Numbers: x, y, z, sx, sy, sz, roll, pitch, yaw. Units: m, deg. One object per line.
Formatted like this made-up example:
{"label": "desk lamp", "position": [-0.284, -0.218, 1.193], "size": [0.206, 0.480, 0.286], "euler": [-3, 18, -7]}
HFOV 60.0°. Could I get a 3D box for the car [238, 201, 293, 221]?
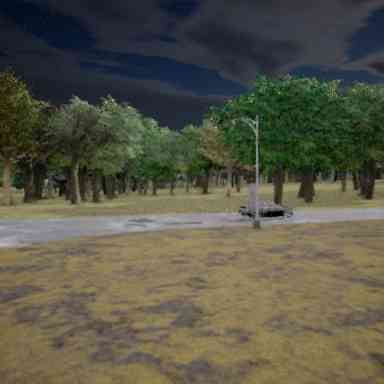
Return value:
{"label": "car", "position": [6.221, 1.556, 27.979], "size": [4.902, 1.511, 2.128], "euler": [-1, 1, -20]}
